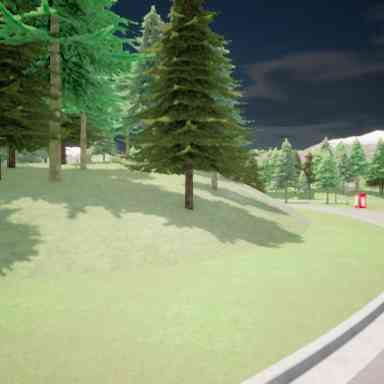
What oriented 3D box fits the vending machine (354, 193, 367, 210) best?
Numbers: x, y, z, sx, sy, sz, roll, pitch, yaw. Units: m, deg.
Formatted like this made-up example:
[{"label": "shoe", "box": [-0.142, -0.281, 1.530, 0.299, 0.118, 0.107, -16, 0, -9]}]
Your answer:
[{"label": "vending machine", "box": [21.301, 1.175, 42.025, 1.100, 2.100, 0.880, 0, 0, -3]}]
